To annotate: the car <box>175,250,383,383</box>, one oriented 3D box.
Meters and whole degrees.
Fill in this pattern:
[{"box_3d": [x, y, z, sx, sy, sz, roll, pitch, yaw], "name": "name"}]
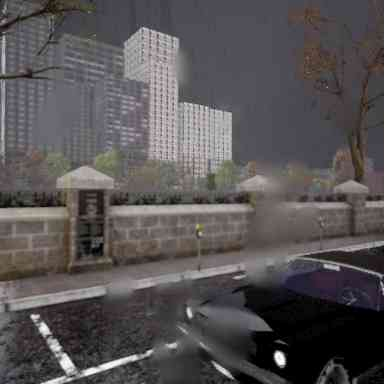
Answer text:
[{"box_3d": [2.130, 1.641, 4.903, 4.718, 1.301, 1.895, 1, 0, -36], "name": "car"}]
